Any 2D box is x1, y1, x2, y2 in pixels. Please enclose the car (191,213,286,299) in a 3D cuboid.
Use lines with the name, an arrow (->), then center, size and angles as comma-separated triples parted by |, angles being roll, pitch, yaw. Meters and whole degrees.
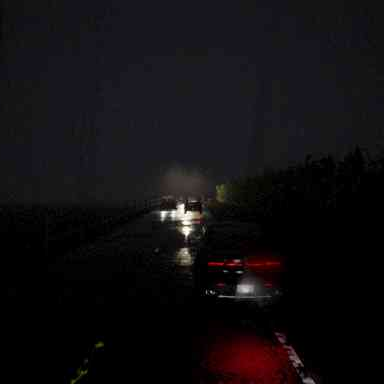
car -> 0.973, 1.505, 8.444 | 1.837, 1.490, 4.892 | 0, 0, 0

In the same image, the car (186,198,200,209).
car -> 0.127, 1.526, 45.787 | 1.812, 1.442, 4.674 | 0, 0, 0

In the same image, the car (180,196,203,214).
car -> 0.117, 1.490, 35.614 | 2.128, 1.511, 4.902 | 0, 0, 0

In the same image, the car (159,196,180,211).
car -> -2.799, 1.564, 40.193 | 1.994, 1.385, 4.181 | 0, 0, 0
